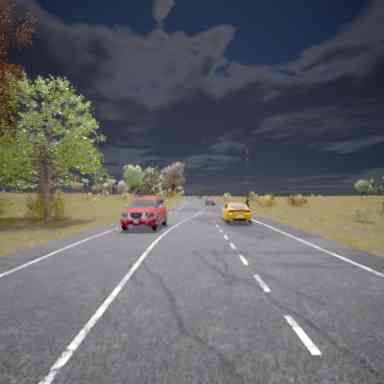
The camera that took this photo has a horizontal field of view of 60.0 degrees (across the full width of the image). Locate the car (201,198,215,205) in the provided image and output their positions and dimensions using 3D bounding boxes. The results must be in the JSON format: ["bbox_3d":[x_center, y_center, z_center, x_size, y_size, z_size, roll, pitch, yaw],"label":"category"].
[{"bbox_3d":[3.510,1.908,66.523,2.033,1.411,5.357,0,0,0],"label":"car"}]

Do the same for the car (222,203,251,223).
[{"bbox_3d":[3.505,1.623,26.740,1.882,1.535,5.008,0,0,0],"label":"car"}]

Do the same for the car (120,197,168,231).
[{"bbox_3d":[-2.960,1.347,21.718,2.150,2.045,5.566,0,0,5],"label":"car"}]
